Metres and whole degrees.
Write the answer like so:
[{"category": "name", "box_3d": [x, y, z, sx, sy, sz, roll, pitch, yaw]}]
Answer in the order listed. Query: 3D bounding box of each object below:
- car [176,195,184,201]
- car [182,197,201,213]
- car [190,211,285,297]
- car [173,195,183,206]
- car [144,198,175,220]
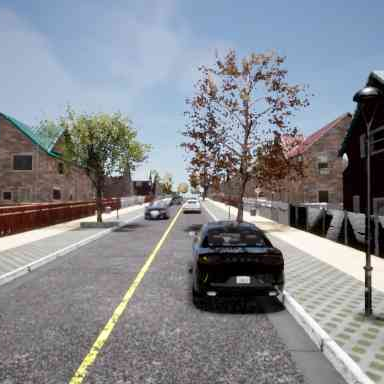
[{"category": "car", "box_3d": [-2.878, 1.572, 83.785, 1.837, 1.490, 4.892, 0, 0, 0]}, {"category": "car", "box_3d": [0.018, 1.573, 36.956, 1.812, 1.442, 4.674, 0, 0, 0]}, {"category": "car", "box_3d": [0.951, 1.487, 8.676, 1.882, 1.535, 5.008, 0, 0, 0]}, {"category": "car", "box_3d": [-2.839, 1.609, 58.588, 1.812, 1.442, 4.674, 0, 0, 0]}, {"category": "car", "box_3d": [-2.892, 1.526, 28.131, 2.128, 1.511, 4.902, 0, 0, 0]}]
